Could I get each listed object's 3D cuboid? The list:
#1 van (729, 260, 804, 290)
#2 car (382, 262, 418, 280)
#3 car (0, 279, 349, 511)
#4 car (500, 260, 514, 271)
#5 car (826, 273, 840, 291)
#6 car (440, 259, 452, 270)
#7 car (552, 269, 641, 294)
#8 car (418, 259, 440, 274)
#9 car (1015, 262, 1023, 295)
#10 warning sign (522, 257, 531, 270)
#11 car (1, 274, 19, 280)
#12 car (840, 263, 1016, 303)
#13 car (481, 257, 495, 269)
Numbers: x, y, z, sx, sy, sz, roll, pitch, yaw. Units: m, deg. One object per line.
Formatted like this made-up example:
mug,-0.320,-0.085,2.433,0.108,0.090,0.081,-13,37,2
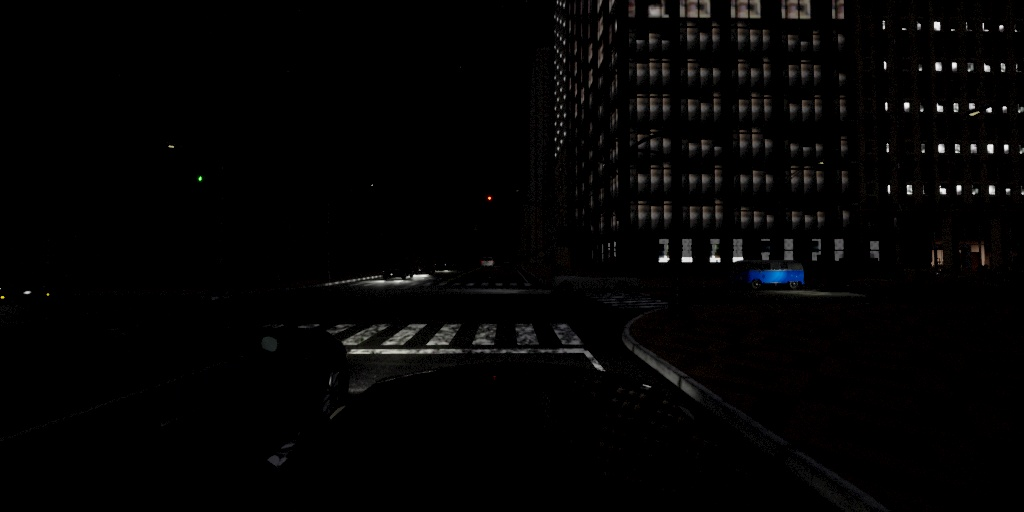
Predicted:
van,15.633,1.123,22.088,3.998,1.789,1.690,0,0,-2
car,-10.346,1.320,32.905,1.837,1.490,4.892,0,0,-3
car,-3.156,1.103,2.860,2.097,1.767,4.553,0,0,-1
car,-0.695,1.421,52.532,1.812,1.442,4.674,0,0,-1
car,20.085,1.162,19.626,5.008,1.535,1.882,0,-2,-2
car,-10.673,1.262,55.247,2.097,1.767,4.553,0,0,0
car,4.635,1.386,20.101,4.718,1.301,1.895,0,-2,12
car,-10.495,1.343,43.101,2.128,1.511,4.902,0,0,-1
car,21.553,0.961,14.229,4.097,1.591,1.967,0,0,-2
warning sign,2.083,1.001,50.817,1.300,1.860,1.060,0,0,-1
car,-22.716,1.394,15.281,4.181,1.385,1.994,0,-2,-2
car,16.141,1.075,14.077,4.829,1.417,1.751,0,0,-2
car,-4.200,1.174,62.257,2.150,2.045,5.566,0,0,-1
